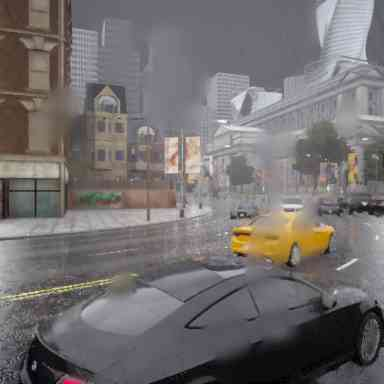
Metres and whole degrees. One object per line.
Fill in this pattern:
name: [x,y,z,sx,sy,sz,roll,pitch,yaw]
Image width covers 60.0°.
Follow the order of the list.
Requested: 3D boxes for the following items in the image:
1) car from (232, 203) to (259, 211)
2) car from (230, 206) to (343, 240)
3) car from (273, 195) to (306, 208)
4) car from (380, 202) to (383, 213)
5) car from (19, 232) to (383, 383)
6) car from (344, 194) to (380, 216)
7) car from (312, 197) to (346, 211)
car: [4.440,1.589,27.498,1.994,1.385,4.181,0,0,17]
car: [3.312,1.469,11.505,1.882,1.535,5.008,0,0,42]
car: [7.770,1.308,26.418,2.150,2.045,5.566,0,0,17]
car: [19.943,1.497,38.519,2.002,1.452,4.674,0,0,1]
car: [0.528,1.523,4.047,4.674,1.442,1.812,0,0,-38]
car: [16.237,1.204,33.116,2.150,2.045,5.566,0,0,9]
car: [12.394,1.471,30.931,2.128,1.511,4.902,0,0,12]
